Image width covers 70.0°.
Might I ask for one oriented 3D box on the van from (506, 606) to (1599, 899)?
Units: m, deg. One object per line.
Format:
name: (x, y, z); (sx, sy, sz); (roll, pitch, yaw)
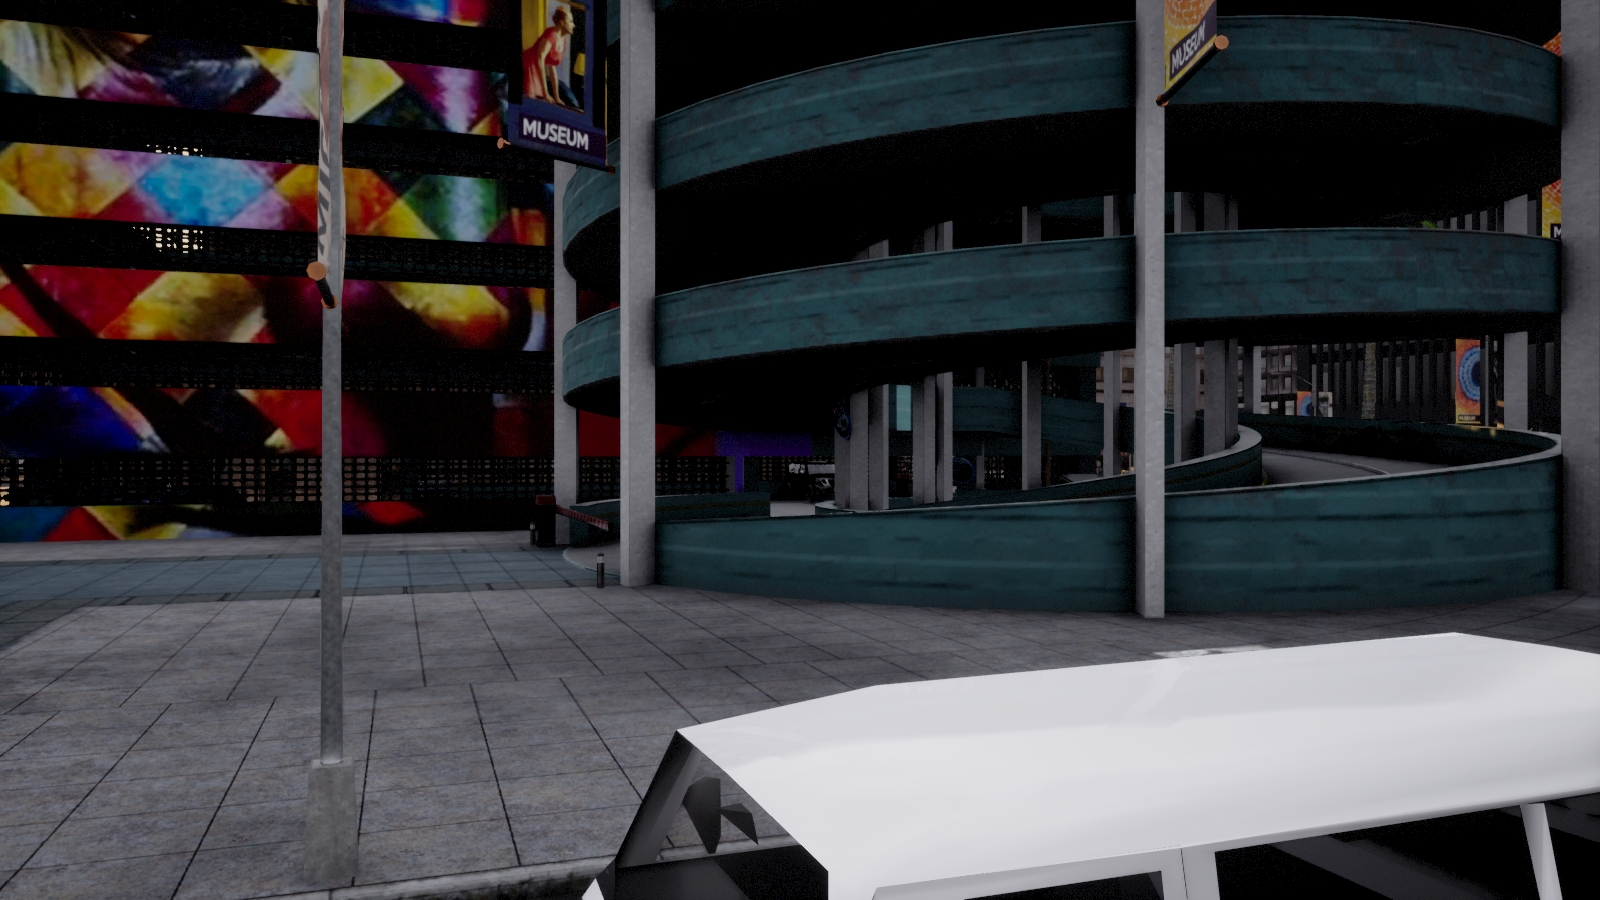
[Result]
van: (1.425, 1.783, 3.850); (4.480, 2.038, 2.069); (0, 0, -21)
